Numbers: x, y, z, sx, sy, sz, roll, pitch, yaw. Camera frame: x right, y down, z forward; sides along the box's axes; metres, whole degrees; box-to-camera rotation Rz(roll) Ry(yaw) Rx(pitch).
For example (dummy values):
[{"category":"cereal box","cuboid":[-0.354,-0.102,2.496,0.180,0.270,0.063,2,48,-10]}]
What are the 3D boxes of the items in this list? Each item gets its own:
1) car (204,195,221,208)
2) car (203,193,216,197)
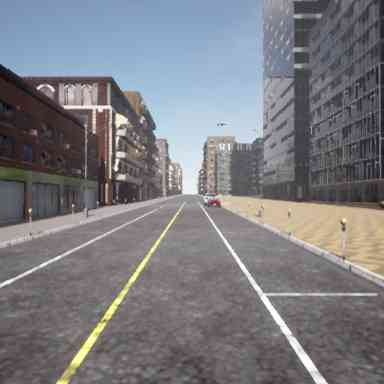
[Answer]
[{"category":"car","cuboid":[3.148,1.519,48.357,1.812,1.442,4.674,0,0,0]},{"category":"car","cuboid":[3.106,1.229,55.388,2.150,2.045,5.566,0,0,0]}]
